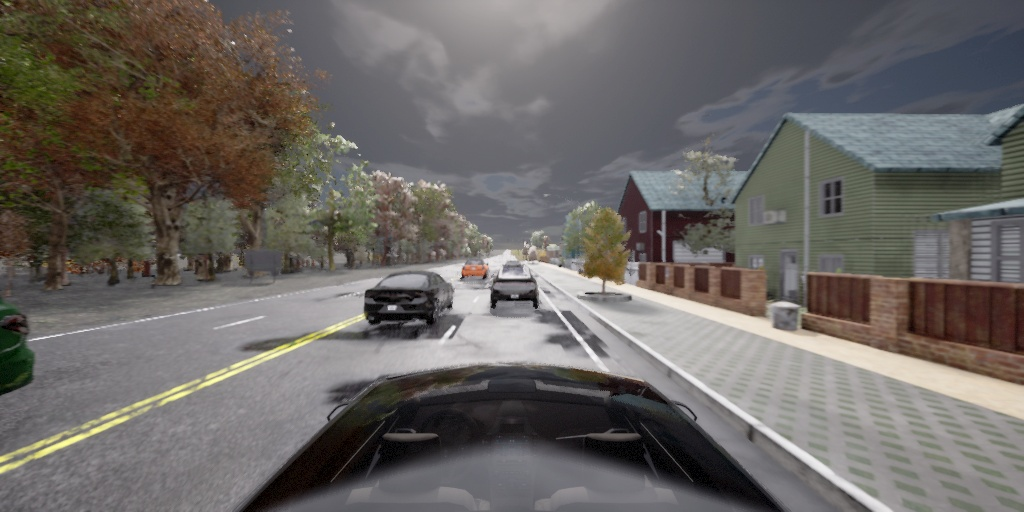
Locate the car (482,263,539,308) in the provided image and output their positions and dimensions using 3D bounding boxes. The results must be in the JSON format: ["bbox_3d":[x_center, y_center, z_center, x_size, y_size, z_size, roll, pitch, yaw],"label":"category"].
[{"bbox_3d":[0.096,1.223,15.205,2.128,1.511,4.902,0,0,0],"label":"car"}]

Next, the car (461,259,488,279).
[{"bbox_3d":[-3.160,1.045,31.557,2.097,1.767,4.553,0,0,0],"label":"car"}]

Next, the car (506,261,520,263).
[{"bbox_3d":[0.087,1.192,33.777,1.837,1.490,4.892,0,0,0],"label":"car"}]

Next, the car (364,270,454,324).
[{"bbox_3d":[-3.154,1.214,11.899,1.882,1.535,5.008,0,0,0],"label":"car"}]

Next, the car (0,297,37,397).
[{"bbox_3d":[-6.600,0.971,1.741,2.150,2.045,5.566,0,0,0],"label":"car"}]
